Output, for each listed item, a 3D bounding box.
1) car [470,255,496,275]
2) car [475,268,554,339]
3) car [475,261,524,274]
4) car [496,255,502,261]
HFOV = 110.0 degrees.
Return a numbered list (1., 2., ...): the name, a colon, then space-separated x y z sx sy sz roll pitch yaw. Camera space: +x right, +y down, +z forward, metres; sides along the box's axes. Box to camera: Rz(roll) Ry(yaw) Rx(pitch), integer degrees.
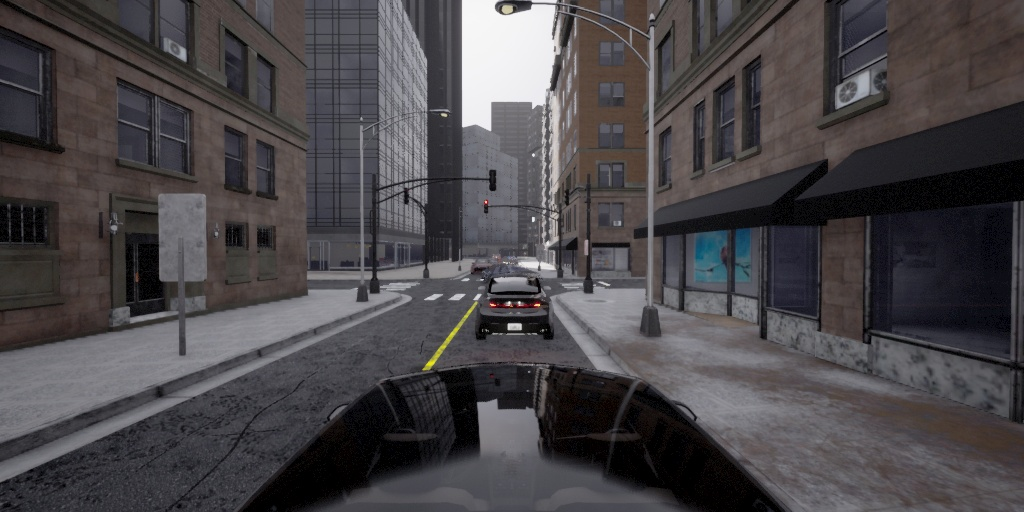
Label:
1. car: -3.140 1.025 37.711 2.097 1.767 4.553 0 0 0
2. car: 0.070 1.252 10.008 1.837 1.490 4.892 0 0 0
3. car: -0.141 1.279 25.048 2.033 1.411 5.357 0 0 -37
4. car: -3.150 1.000 55.658 2.128 1.511 4.902 0 1 0
